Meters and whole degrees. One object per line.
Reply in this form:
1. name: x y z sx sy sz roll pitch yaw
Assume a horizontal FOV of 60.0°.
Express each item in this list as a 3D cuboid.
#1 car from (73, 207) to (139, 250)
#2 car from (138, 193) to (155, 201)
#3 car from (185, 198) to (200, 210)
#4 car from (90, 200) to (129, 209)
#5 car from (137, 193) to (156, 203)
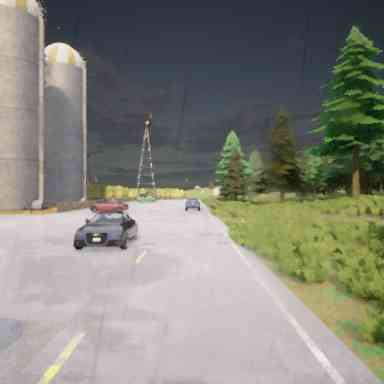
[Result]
1. car: -3.500 1.554 14.205 1.994 1.385 4.181 0 0 0
2. car: -11.901 1.297 86.645 3.866 1.878 1.905 0 0 -31
3. car: 0.099 1.518 41.818 2.033 1.411 5.357 0 0 0
4. car: -9.059 1.525 36.791 4.181 1.381 1.994 0 0 -1
5. car: -9.545 1.434 69.799 3.988 1.617 1.851 0 0 -1
